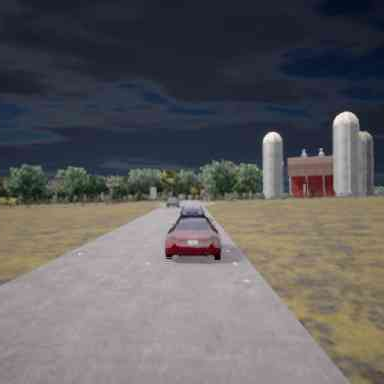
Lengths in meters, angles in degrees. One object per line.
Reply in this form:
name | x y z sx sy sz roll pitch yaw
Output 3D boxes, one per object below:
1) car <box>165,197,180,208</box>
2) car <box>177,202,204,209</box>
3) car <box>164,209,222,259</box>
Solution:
car | -2.782 1.529 48.301 1.837 1.490 4.892 0 -1 1
car | 0.048 1.604 26.888 1.895 1.301 4.718 0 0 1
car | 0.051 1.590 12.761 1.994 1.385 4.181 0 0 0
